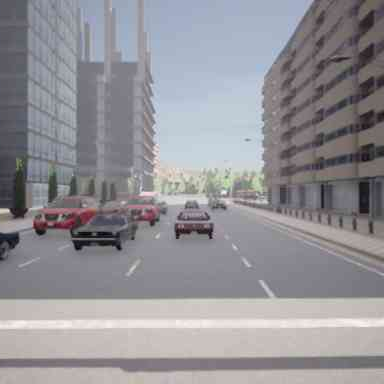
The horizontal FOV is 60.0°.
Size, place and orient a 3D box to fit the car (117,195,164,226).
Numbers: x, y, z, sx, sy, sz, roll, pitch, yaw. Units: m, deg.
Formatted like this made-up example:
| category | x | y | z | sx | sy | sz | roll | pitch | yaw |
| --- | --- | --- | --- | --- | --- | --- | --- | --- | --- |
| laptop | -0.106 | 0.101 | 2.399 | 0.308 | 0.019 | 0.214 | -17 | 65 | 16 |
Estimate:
| category | x | y | z | sx | sy | sz | roll | pitch | yaw |
| --- | --- | --- | --- | --- | --- | --- | --- | --- | --- |
| car | -3.574 | 1.282 | 24.232 | 2.150 | 2.045 | 5.566 | 0 | 0 | 0 |

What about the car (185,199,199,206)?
| category | x | y | z | sx | sy | sz | roll | pitch | yaw |
| --- | --- | --- | --- | --- | --- | --- | --- | --- | --- |
| car | -0.003 | 1.683 | 45.557 | 1.994 | 1.385 | 4.181 | 0 | 0 | 0 |

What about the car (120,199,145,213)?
| category | x | y | z | sx | sy | sz | roll | pitch | yaw |
| --- | --- | --- | --- | --- | --- | --- | --- | --- | --- |
| car | -7.010 | 1.649 | 39.533 | 2.033 | 1.411 | 5.357 | 0 | 0 | 0 |

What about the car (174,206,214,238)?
| category | x | y | z | sx | sy | sz | roll | pitch | yaw |
| --- | --- | --- | --- | --- | --- | --- | --- | --- | --- |
| car | 0.096 | 1.644 | 17.860 | 1.895 | 1.301 | 4.718 | 0 | 0 | 0 |

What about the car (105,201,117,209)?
| category | x | y | z | sx | sy | sz | roll | pitch | yaw |
| --- | --- | --- | --- | --- | --- | --- | --- | --- | --- |
| car | -7.034 | 1.551 | 29.271 | 1.882 | 1.535 | 5.008 | 0 | 0 | 1 |

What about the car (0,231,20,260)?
| category | x | y | z | sx | sy | sz | roll | pitch | yaw |
| --- | --- | --- | --- | --- | --- | --- | --- | --- | --- |
| car | -7.098 | 1.621 | 9.704 | 1.895 | 1.301 | 4.718 | 0 | 0 | 0 |

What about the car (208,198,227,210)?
| category | x | y | z | sx | sy | sz | roll | pitch | yaw |
| --- | --- | --- | --- | --- | --- | --- | --- | --- | --- |
| car | 3.489 | 1.715 | 43.852 | 1.895 | 1.301 | 4.718 | 0 | 0 | 0 |

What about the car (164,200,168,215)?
| category | x | y | z | sx | sy | sz | roll | pitch | yaw |
| --- | --- | --- | --- | --- | --- | --- | --- | --- | --- |
| car | -3.509 | 1.580 | 34.454 | 2.128 | 1.511 | 4.902 | 0 | 0 | 0 |

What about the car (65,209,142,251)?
| category | x | y | z | sx | sy | sz | roll | pitch | yaw |
| --- | --- | --- | --- | --- | --- | --- | --- | --- | --- |
| car | -3.590 | 1.635 | 14.470 | 1.895 | 1.301 | 4.718 | 0 | 0 | 0 |

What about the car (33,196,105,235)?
| category | x | y | z | sx | sy | sz | roll | pitch | yaw |
| --- | --- | --- | --- | --- | --- | --- | --- | --- | --- |
| car | -7.090 | 1.269 | 19.467 | 2.150 | 2.045 | 5.566 | 0 | 0 | 0 |
